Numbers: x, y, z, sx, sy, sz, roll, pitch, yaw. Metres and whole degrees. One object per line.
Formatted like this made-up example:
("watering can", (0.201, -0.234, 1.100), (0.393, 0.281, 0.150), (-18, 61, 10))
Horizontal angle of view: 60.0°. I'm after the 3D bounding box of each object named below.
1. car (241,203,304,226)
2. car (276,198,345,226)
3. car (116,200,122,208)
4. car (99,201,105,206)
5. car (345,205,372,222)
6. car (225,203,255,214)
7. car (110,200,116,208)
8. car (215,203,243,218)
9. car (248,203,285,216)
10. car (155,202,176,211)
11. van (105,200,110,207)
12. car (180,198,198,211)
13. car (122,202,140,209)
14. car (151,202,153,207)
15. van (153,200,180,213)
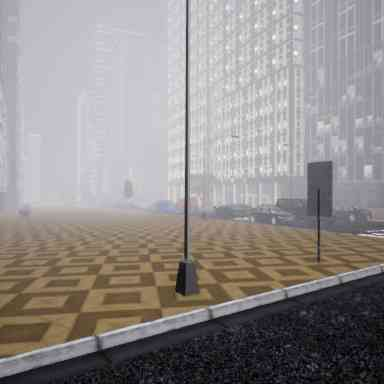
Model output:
("car", (6.126, 1.814, 25.924), (2.008, 1.369, 4.403), (-1, -1, -26))
("car", (8.806, 1.484, 26.354), (2.150, 2.045, 5.566), (0, -1, -26))
("car", (-13.331, 2.602, 66.306), (1.752, 1.417, 4.829), (-1, -1, -26))
("car", (-23.168, 3.053, 86.725), (1.887, 1.381, 4.507), (-1, -1, -26))
("car", (13.675, 1.854, 29.561), (2.008, 1.369, 4.403), (-1, -1, -26))
("car", (6.352, 2.168, 44.762), (1.947, 1.339, 4.313), (-1, -1, -26))
("car", (-15.845, 2.731, 71.526), (1.887, 1.381, 4.507), (-1, -1, -26))
("car", (4.183, 2.014, 35.964), (1.994, 1.385, 4.181), (0, -1, -25))
("car", (8.793, 2.068, 39.695), (1.947, 1.339, 4.313), (-1, -1, -26))
("car", (-4.301, 2.312, 53.716), (1.837, 1.490, 4.892), (0, -2, -25))
("van", (-18.290, 2.634, 76.594), (1.690, 1.788, 3.998), (-1, -1, -26))
("car", (-0.951, 2.017, 53.827), (2.150, 2.045, 5.566), (0, -1, -25))
("car", (-10.963, 2.525, 61.392), (2.008, 1.369, 4.403), (-1, -1, -26))
("car", (-5.597, 2.497, 63.389), (1.837, 1.490, 4.892), (0, -1, -26))
("van", (-3.643, 2.005, 46.195), (1.690, 1.788, 3.998), (-1, -1, -26))
